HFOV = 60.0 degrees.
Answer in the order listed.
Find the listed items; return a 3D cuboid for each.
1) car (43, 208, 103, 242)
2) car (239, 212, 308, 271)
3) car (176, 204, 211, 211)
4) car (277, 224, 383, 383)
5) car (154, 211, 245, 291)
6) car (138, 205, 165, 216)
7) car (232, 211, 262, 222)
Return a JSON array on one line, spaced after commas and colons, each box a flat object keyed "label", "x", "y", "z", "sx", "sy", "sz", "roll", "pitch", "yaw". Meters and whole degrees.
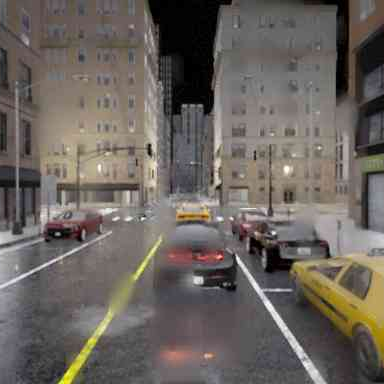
[{"label": "car", "x": -5.640, "y": 1.519, "z": 16.231, "sx": 1.887, "sy": 1.381, "sz": 4.507, "roll": -1, "pitch": 0, "yaw": 0}, {"label": "car", "x": 2.892, "y": 1.549, "z": 10.628, "sx": 1.947, "sy": 1.339, "sz": 4.313, "roll": -1, "pitch": 0, "yaw": 0}, {"label": "car", "x": 0.079, "y": 1.447, "z": 19.406, "sx": 1.882, "sy": 1.535, "sz": 5.008, "roll": 0, "pitch": 0, "yaw": 1}, {"label": "car", "x": 2.878, "y": 1.517, "z": 5.212, "sx": 1.752, "sy": 1.417, "sz": 4.829, "roll": -1, "pitch": 0, "yaw": 0}, {"label": "car", "x": 0.087, "y": 1.491, "z": 8.979, "sx": 1.837, "sy": 1.490, "sz": 4.892, "roll": 0, "pitch": 0, "yaw": 0}, {"label": "car", "x": -2.945, "y": 1.300, "z": 25.182, "sx": 2.128, "sy": 1.511, "sz": 4.902, "roll": 0, "pitch": 0, "yaw": 0}, {"label": "car", "x": 2.905, "y": 1.556, "z": 16.214, "sx": 1.802, "sy": 1.307, "sz": 4.206, "roll": -1, "pitch": 0, "yaw": 0}]
